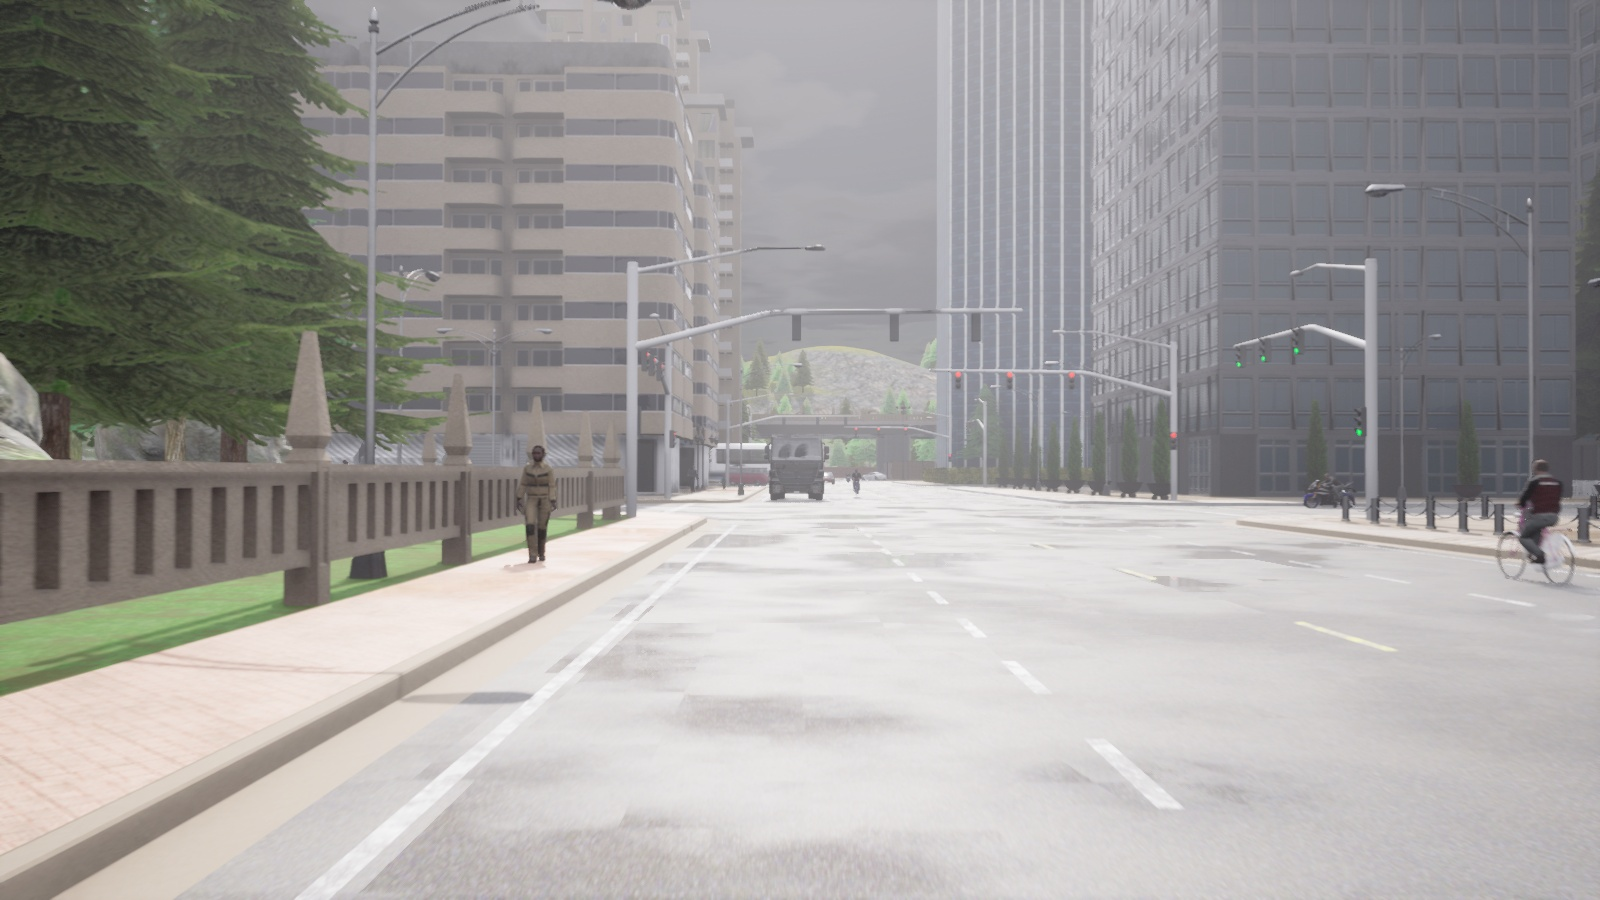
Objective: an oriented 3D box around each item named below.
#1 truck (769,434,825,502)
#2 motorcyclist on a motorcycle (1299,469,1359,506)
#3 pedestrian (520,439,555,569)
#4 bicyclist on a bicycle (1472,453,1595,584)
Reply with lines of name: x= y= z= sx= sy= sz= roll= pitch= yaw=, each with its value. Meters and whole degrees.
truck: x=-0.168 y=0.984 z=68.753 sx=2.891 sy=3.462 sz=7.936 roll=0 pitch=-1 yaw=0
motorcyclist on a motorcycle: x=22.781 y=1.609 z=54.066 sx=2.191 sy=1.530 sz=0.866 roll=0 pitch=-1 yaw=0
pedestrian: x=-3.979 y=0.808 z=19.047 sx=0.396 sy=1.930 sz=0.692 roll=0 pitch=-1 yaw=-2
bicyclist on a bicycle: x=10.457 y=0.945 z=17.973 sx=0.659 sy=1.776 sz=1.843 roll=0 pitch=-1 yaw=0
